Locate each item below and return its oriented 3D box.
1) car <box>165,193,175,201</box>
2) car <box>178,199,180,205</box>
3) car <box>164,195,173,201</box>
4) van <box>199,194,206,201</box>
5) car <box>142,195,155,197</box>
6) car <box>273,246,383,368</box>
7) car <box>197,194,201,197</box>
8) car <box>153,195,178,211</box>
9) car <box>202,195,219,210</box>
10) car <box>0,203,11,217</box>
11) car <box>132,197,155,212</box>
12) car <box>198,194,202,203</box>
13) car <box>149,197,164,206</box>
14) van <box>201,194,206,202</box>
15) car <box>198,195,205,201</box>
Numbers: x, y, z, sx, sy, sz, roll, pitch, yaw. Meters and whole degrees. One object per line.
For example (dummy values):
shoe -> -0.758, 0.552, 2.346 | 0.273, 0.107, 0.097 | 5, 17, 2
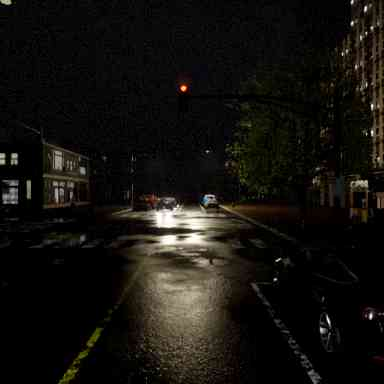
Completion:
car -> -5.802, 1.324, 88.187 | 2.192, 1.841, 5.009 | 0, 0, 0
car -> -3.166, 1.567, 49.137 | 1.994, 1.385, 4.181 | 0, 0, -1
car -> -5.795, 1.558, 82.636 | 2.008, 1.369, 4.403 | 0, 0, 0
van -> 2.587, 1.349, 82.650 | 1.690, 1.788, 3.998 | 0, 0, 0
car -> -5.743, 1.318, 43.779 | 2.192, 1.841, 5.009 | 0, 0, 0
car -> 2.687, 1.566, 5.763 | 1.947, 1.339, 4.313 | 0, 0, 0
car -> 2.600, 1.572, 71.548 | 1.947, 1.339, 4.313 | 0, 0, 0
car -> -3.145, 1.494, 40.006 | 2.128, 1.511, 4.902 | 0, 0, 0
car -> 2.636, 1.528, 43.962 | 1.752, 1.417, 4.829 | 0, 0, 0
car -> -17.304, 1.371, 27.216 | 4.507, 1.381, 1.887 | 1, -1, -1
car -> -5.736, 1.584, 38.228 | 1.802, 1.307, 4.206 | 0, 0, 0
car -> 2.614, 1.556, 60.446 | 2.008, 1.369, 4.403 | 0, 0, 0
car -> -5.758, 1.555, 54.881 | 2.008, 1.369, 4.403 | 0, 0, 0
van -> 2.630, 1.345, 49.344 | 1.690, 1.788, 3.998 | 0, 0, 0
car -> 2.578, 1.534, 88.371 | 1.752, 1.417, 4.829 | 0, 0, 0
